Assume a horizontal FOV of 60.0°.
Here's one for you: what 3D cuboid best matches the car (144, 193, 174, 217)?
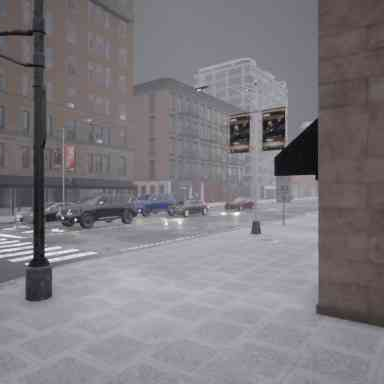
[{"bbox_3d":[-3.735,1.131,30.771,2.150,2.045,5.566,0,0,35],"label":"car"}]

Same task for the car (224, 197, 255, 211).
[{"bbox_3d":[5.532,1.332,38.212,1.882,1.535,5.008,0,0,35],"label":"car"}]

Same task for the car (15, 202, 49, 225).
[{"bbox_3d":[-9.430,1.442,22.733,2.128,1.511,4.902,0,0,35],"label":"car"}]

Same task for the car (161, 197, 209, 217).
[{"bbox_3d":[-0.312,1.402,29.983,1.837,1.490,4.892,0,0,35],"label":"car"}]

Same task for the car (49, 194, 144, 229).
[{"bbox_3d":[-6.045,1.161,21.888,2.150,2.045,5.566,0,0,35],"label":"car"}]
